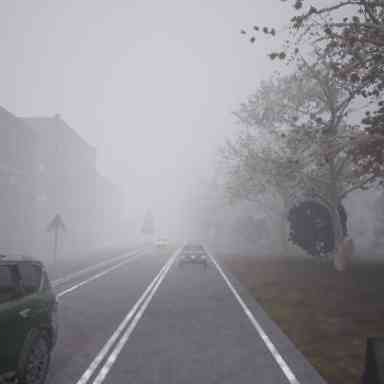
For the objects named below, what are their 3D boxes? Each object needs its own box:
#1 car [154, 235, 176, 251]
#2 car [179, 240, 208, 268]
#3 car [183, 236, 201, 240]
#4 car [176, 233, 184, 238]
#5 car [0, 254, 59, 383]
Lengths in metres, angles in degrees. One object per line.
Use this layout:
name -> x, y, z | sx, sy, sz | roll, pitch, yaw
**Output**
car -> -3.262, 5.948, 38.514 | 1.882, 1.535, 5.008 | 0, -7, 0
car -> 0.088, 4.145, 22.050 | 2.033, 1.411, 5.357 | 0, -6, 1
car -> 0.192, 6.547, 42.840 | 1.994, 1.385, 4.181 | 0, -7, 0
car -> -2.930, 10.633, 78.984 | 1.837, 1.490, 4.892 | 0, -7, 0
car -> -3.340, 1.690, 3.546 | 2.150, 2.045, 5.566 | 0, -11, 0
